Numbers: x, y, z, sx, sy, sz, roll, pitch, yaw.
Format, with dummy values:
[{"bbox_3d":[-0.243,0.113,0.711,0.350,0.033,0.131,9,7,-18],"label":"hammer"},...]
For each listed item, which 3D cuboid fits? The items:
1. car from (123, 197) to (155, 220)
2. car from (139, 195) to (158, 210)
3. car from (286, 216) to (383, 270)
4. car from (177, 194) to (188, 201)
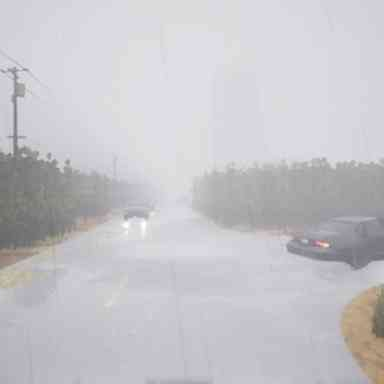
[{"bbox_3d":[-4.276,1.390,26.505,2.033,1.411,5.357,0,0,-5],"label":"car"},{"bbox_3d":[-5.037,1.138,36.039,2.097,1.767,4.553,0,0,-5],"label":"car"},{"bbox_3d":[5.684,1.484,10.650,5.357,1.411,2.033,0,0,-20],"label":"car"},{"bbox_3d":[-1.805,1.128,67.211,1.812,1.442,4.674,0,0,4],"label":"car"}]
